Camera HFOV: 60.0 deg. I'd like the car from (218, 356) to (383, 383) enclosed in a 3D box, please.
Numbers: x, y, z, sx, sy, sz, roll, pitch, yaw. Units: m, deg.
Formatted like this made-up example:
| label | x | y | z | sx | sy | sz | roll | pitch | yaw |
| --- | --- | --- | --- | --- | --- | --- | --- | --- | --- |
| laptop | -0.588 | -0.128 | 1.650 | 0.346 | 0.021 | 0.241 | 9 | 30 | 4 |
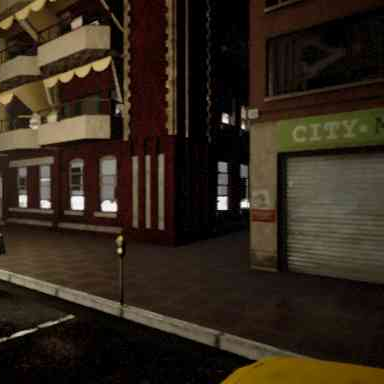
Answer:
| label | x | y | z | sx | sy | sz | roll | pitch | yaw |
| --- | --- | --- | --- | --- | --- | --- | --- | --- | --- |
| car | 2.067 | 1.528 | 1.402 | 4.829 | 1.417 | 1.752 | 0 | 0 | 36 |
